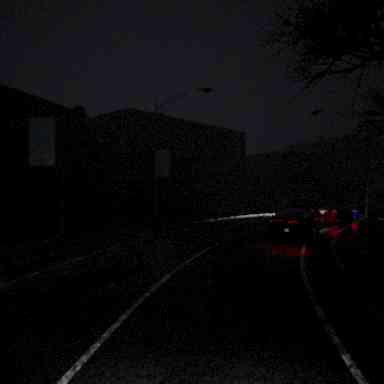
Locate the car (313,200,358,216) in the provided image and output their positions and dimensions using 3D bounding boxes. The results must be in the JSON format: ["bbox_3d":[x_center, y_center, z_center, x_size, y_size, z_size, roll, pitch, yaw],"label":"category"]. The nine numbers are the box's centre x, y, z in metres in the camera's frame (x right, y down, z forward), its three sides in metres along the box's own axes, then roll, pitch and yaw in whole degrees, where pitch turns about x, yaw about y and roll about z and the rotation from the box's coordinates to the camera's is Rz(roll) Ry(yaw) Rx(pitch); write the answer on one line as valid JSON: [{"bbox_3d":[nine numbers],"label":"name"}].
[{"bbox_3d":[15.090,1.598,34.891,4.902,1.511,2.128,1,1,-35],"label":"car"}]

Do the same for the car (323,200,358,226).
[{"bbox_3d":[10.304,1.443,24.478,2.097,1.767,4.553,1,0,40],"label":"car"}]

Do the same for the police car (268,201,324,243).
[{"bbox_3d":[5.265,1.460,16.792,1.930,1.638,5.238,1,0,26],"label":"police car"}]

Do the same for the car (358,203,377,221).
[{"bbox_3d":[14.202,1.673,28.546,4.674,1.442,1.812,1,1,-42],"label":"car"}]
